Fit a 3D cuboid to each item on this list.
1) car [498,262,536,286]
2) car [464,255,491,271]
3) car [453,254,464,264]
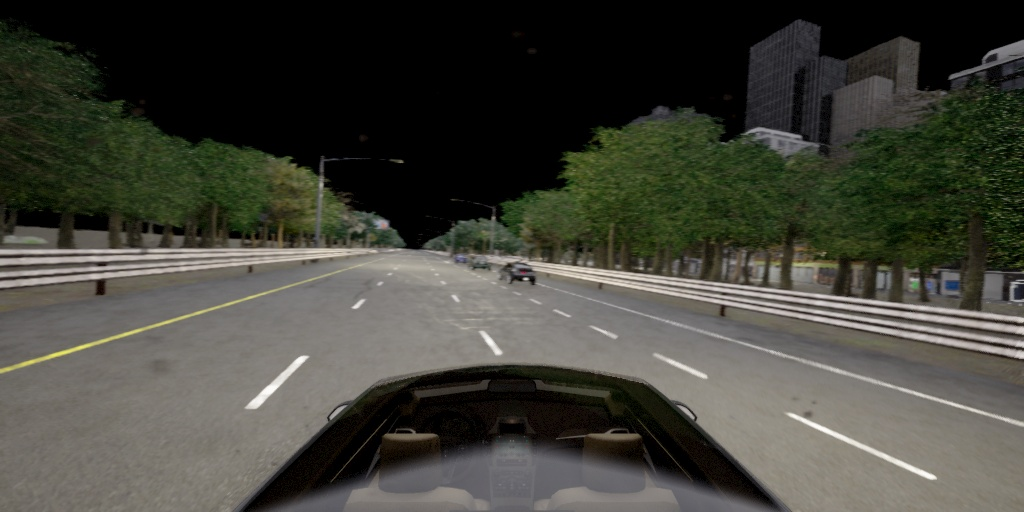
[{"bbox_3d":[0.295,1.198,25.663,1.837,1.490,4.892,4,0,-15],"label":"car"},{"bbox_3d":[-3.806,0.727,41.076,2.097,1.767,4.553,4,0,-15],"label":"car"},{"bbox_3d":[-8.434,0.545,58.539,1.812,1.442,4.674,4,0,-14],"label":"car"}]
